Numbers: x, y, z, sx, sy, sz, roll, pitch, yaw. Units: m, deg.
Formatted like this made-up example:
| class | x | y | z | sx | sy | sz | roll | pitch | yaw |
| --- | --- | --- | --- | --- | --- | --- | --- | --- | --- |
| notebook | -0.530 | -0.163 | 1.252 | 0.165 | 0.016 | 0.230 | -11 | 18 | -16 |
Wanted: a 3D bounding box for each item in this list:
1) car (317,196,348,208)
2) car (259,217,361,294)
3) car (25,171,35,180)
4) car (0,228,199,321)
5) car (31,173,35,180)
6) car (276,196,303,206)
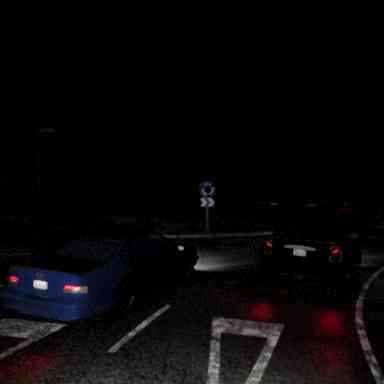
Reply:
| class | x | y | z | sx | sy | sz | roll | pitch | yaw |
| --- | --- | --- | --- | --- | --- | --- | --- | --- | --- |
| car | 18.798 | 1.314 | 44.625 | 1.812 | 1.442 | 4.674 | 0 | 1 | -17 |
| car | 3.632 | 1.525 | 9.756 | 2.097 | 1.767 | 4.553 | 2 | -1 | 30 |
| car | -38.584 | -3.664 | 84.125 | 1.946 | 1.575 | 5.366 | 7 | 5 | 26 |
| car | -1.522 | 1.561 | 7.647 | 2.033 | 1.411 | 5.357 | 2 | 0 | 21 |
| car | -36.414 | -3.286 | 82.108 | 2.002 | 1.452 | 4.674 | 7 | 5 | 26 |
| car | 14.059 | 1.263 | 48.131 | 1.994 | 1.385 | 4.181 | 0 | 1 | -26 |
